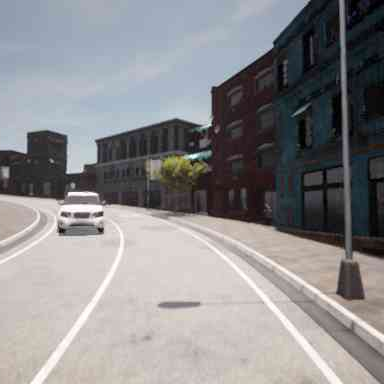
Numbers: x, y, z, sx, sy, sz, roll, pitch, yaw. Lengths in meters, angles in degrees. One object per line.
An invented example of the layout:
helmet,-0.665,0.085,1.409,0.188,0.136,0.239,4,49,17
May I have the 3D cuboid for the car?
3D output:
car,-5.998,1.013,18.297,2.150,2.045,5.566,1,1,-17
